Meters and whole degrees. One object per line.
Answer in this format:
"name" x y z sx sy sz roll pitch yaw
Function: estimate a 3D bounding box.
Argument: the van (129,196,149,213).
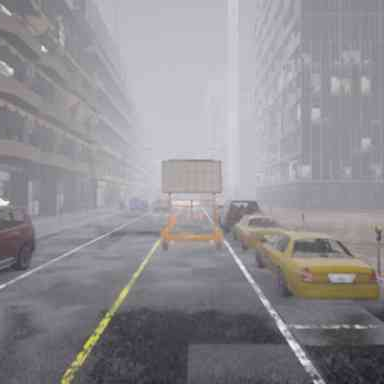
"van" -5.682 1.333 35.752 1.690 1.788 3.998 1 0 0

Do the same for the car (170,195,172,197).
"car" -5.697 1.626 85.456 1.887 1.381 4.507 1 0 0

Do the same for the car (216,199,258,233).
"car" 2.702 1.305 19.183 2.192 1.841 5.009 1 0 0

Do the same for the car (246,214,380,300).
"car" 2.701 1.520 8.309 1.752 1.417 4.829 1 0 0

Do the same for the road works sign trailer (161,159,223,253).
"road works sign trailer" -0.003 0.456 13.534 2.380 3.560 2.880 0 0 0

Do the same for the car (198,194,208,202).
"car" 2.687 1.382 79.936 2.192 1.841 5.009 1 0 0

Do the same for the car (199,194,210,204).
"car" 2.688 1.595 63.366 1.947 1.339 4.313 1 0 0

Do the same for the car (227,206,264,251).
"car" 2.700 1.517 13.831 1.752 1.417 4.829 1 0 0

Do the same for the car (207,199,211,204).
"car" 2.696 1.535 30.230 1.887 1.381 4.507 1 0 0

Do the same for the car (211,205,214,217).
"car" 2.697 1.555 24.706 1.947 1.339 4.313 1 0 0

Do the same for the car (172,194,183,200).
"car" -3.016 1.270 77.876 1.882 1.535 5.008 0 0 0

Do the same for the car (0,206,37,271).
"car" -5.676 1.309 8.137 2.192 1.841 5.009 1 0 0

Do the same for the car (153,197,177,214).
"car" -3.107 1.540 36.269 2.033 1.411 5.357 0 0 0
